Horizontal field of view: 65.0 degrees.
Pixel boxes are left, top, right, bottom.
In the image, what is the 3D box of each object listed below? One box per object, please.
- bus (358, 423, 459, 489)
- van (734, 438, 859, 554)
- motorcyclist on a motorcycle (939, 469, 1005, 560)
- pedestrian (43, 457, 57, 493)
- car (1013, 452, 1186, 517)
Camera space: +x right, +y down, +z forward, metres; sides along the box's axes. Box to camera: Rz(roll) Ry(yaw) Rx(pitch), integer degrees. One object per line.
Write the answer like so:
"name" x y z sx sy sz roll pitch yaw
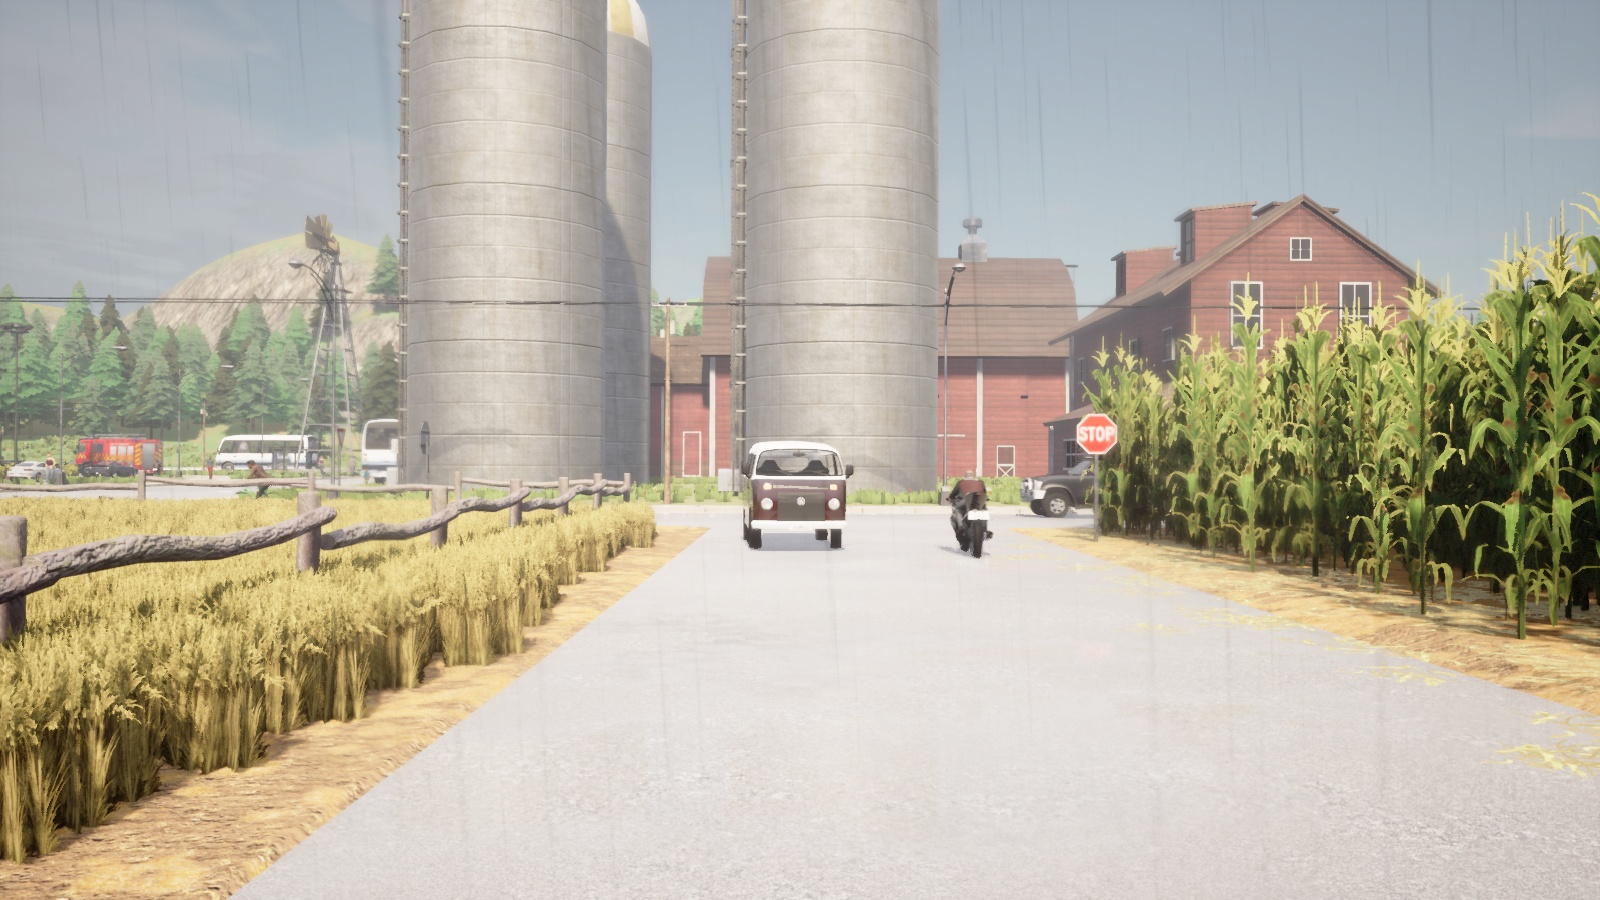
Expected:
"bus" -26.744 0.415 86.400 3.944 4.253 10.273 0 -1 -1
"van" -0.173 0.832 24.445 2.069 2.038 4.480 0 -1 -5
"motorcyclist on a motorcycle" 3.037 1.112 22.378 0.866 1.530 2.191 0 0 0
"pedestrian" -38.092 1.281 63.762 0.345 1.836 0.594 0 -1 -2
"car" 8.810 1.008 37.171 4.605 1.855 1.932 0 -1 -2
